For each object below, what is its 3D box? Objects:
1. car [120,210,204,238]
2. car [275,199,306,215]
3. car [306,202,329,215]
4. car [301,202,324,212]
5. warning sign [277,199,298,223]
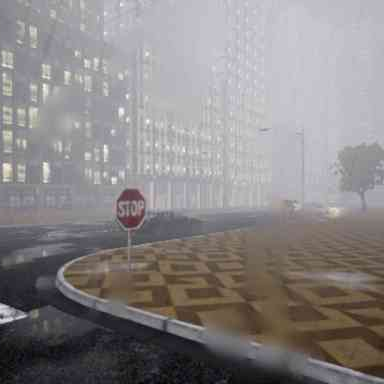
[{"bbox_3d":[-1.547,1.763,19.119,2.033,1.411,5.357,-1,-1,39],"label":"car"},{"bbox_3d":[12.838,1.931,44.037,2.150,2.045,5.566,-1,-1,36],"label":"car"},{"bbox_3d":[16.313,2.302,43.262,1.895,1.301,4.718,-1,-1,37],"label":"car"},{"bbox_3d":[19.110,2.375,52.676,2.128,1.511,4.902,-1,-1,36],"label":"car"},{"bbox_3d":[7.702,1.490,26.744,1.300,1.860,1.060,0,0,36],"label":"warning sign"}]
